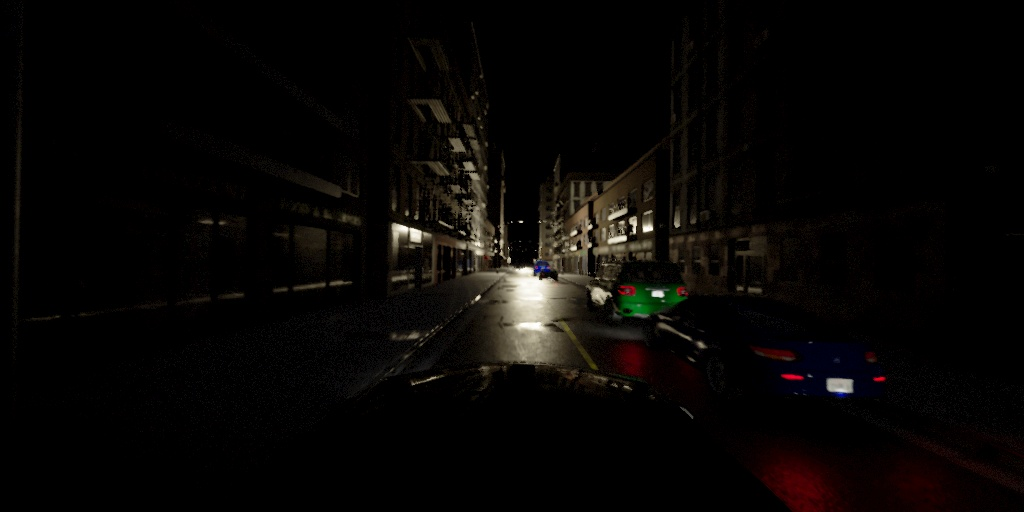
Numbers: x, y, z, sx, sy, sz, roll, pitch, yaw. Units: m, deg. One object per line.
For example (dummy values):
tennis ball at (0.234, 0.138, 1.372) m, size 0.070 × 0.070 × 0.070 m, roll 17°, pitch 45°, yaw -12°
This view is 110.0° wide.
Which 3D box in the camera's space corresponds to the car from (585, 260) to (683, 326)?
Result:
car at (4.081, 1.182, 12.595) m, size 2.150 × 2.045 × 5.566 m, roll 1°, pitch -1°, yaw 1°

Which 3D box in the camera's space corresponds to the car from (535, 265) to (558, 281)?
car at (3.777, 1.931, 37.942) m, size 1.895 × 1.301 × 4.718 m, roll 1°, pitch -1°, yaw 2°

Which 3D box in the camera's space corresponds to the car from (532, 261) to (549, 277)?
car at (3.963, 1.725, 48.661) m, size 2.150 × 2.045 × 5.566 m, roll 1°, pitch -1°, yaw 1°

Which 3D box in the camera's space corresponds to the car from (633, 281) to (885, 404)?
car at (3.944, 1.400, 6.562) m, size 1.812 × 1.442 × 4.674 m, roll 1°, pitch -1°, yaw 1°
